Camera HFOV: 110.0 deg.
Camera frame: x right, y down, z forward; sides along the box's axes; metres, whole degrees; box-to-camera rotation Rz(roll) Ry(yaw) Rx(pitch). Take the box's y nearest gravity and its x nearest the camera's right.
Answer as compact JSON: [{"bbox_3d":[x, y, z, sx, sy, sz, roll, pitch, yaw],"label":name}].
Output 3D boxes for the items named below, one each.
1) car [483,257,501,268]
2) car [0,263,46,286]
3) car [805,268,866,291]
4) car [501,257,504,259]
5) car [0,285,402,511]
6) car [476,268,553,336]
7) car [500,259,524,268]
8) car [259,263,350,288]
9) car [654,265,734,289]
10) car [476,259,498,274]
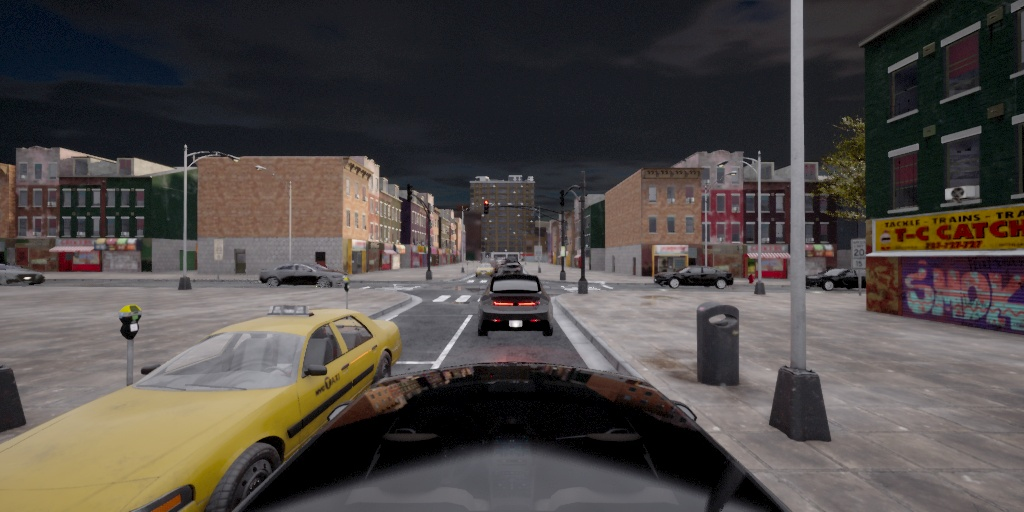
[{"bbox_3d":[-2.693,1.100,41.568,2.192,1.841,5.009,0,0,0],"label":"car"},{"bbox_3d":[-30.546,1.116,21.141,4.181,1.385,1.994,0,0,0],"label":"car"},{"bbox_3d":[22.383,1.546,24.428,5.008,1.535,1.882,1,0,-1],"label":"car"},{"bbox_3d":[-2.723,1.358,63.173,1.751,1.417,4.829,0,0,0],"label":"car"},{"bbox_3d":[-2.641,1.276,3.998,1.751,1.417,4.829,0,0,0],"label":"car"},{"bbox_3d":[0.084,1.257,10.381,1.837,1.490,4.892,0,0,0],"label":"car"},{"bbox_3d":[0.055,1.279,34.786,1.837,1.490,4.892,1,0,1],"label":"car"},{"bbox_3d":[-12.207,1.163,21.258,4.902,1.511,2.128,0,0,0],"label":"car"},{"bbox_3d":[12.255,1.393,24.366,5.008,1.535,1.882,1,0,0],"label":"car"},{"bbox_3d":[-2.685,1.302,35.955,1.751,1.417,4.829,0,0,0],"label":"car"}]
